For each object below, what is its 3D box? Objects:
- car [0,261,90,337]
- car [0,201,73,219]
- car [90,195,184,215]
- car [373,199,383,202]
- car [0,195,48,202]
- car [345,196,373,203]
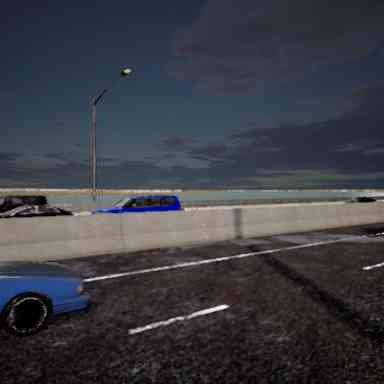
[{"bbox_3d":[-4.396,1.551,4.906,5.357,1.411,2.033,0,0,-35],"label":"car"},{"bbox_3d":[-9.241,1.476,18.884,4.902,1.511,2.128,0,0,-35],"label":"car"},{"bbox_3d":[-3.062,1.183,18.978,5.566,2.045,2.150,0,0,-35],"label":"car"},{"bbox_3d":[26.195,1.381,43.624,4.718,1.301,1.895,0,0,-34],"label":"car"},{"bbox_3d":[-11.920,1.209,21.277,5.566,2.045,2.150,0,0,-35],"label":"car"},{"bbox_3d":[23.131,1.265,45.760,5.008,1.535,1.882,0,0,-34],"label":"car"}]
